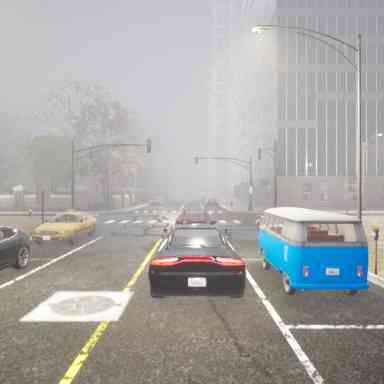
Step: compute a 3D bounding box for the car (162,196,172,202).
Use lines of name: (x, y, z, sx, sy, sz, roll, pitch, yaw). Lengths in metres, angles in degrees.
car: (-5.588, 1.537, 74.971, 1.802, 1.307, 4.206, 0, 0, 0)

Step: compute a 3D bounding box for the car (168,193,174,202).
car: (-5.595, 1.277, 69.289, 2.192, 1.841, 5.009, 0, 0, 0)

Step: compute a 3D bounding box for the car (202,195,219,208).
car: (2.755, 1.416, 46.550, 1.967, 1.590, 4.097, 0, 0, 0)

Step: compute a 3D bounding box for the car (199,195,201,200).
car: (2.793, 1.521, 74.955, 1.947, 1.339, 4.313, 0, 0, 0)

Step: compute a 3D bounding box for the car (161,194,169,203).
car: (-5.612, 1.520, 57.923, 2.008, 1.369, 4.403, 0, 0, 0)

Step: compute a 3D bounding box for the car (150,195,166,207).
car: (-5.619, 1.517, 52.240, 1.887, 1.381, 4.507, 0, 0, 0)

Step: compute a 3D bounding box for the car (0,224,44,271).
car: (-5.759, 1.562, 8.435, 1.947, 1.339, 4.313, 0, 0, 0)

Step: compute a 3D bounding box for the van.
van: (2.785, 1.337, 8.425, 1.690, 1.788, 3.998, 0, 0, 0)

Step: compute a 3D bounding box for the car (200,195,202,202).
car: (2.762, 1.538, 52.231, 1.947, 1.339, 4.313, 0, 0, 0)

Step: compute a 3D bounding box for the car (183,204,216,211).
car: (0.123, 1.555, 17.573, 1.994, 1.385, 4.181, 0, 0, 0)

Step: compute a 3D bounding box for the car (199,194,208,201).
car: (2.801, 1.388, 80.637, 1.967, 1.590, 4.097, 0, 0, 0)

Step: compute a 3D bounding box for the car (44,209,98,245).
car: (-5.797, 1.518, 15.669, 1.752, 1.417, 4.829, 0, 0, 0)

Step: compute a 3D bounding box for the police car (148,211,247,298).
police car: (0.108, 1.501, 8.611, 2.038, 1.542, 4.974, 0, 0, 0)

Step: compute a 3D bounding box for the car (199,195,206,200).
car: (2.817, 1.452, 92.172, 1.752, 1.417, 4.829, 0, 0, 0)
